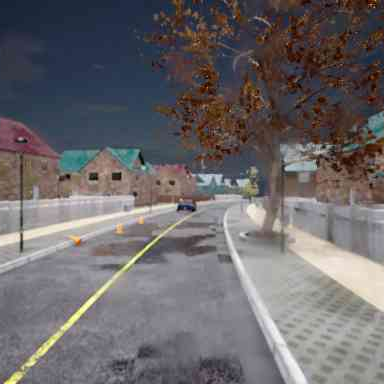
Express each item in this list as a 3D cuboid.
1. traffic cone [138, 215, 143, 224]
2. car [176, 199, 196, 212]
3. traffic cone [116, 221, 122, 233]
[{"bbox_3d":[-3.530,1.895,23.139,0.340,0.580,0.340,0,0,5],"label":"traffic cone"},{"bbox_3d":[-0.586,1.533,37.645,1.994,1.385,4.181,0,0,5],"label":"car"},{"bbox_3d":[-3.943,1.897,18.106,0.340,0.580,0.340,0,0,4],"label":"traffic cone"}]
